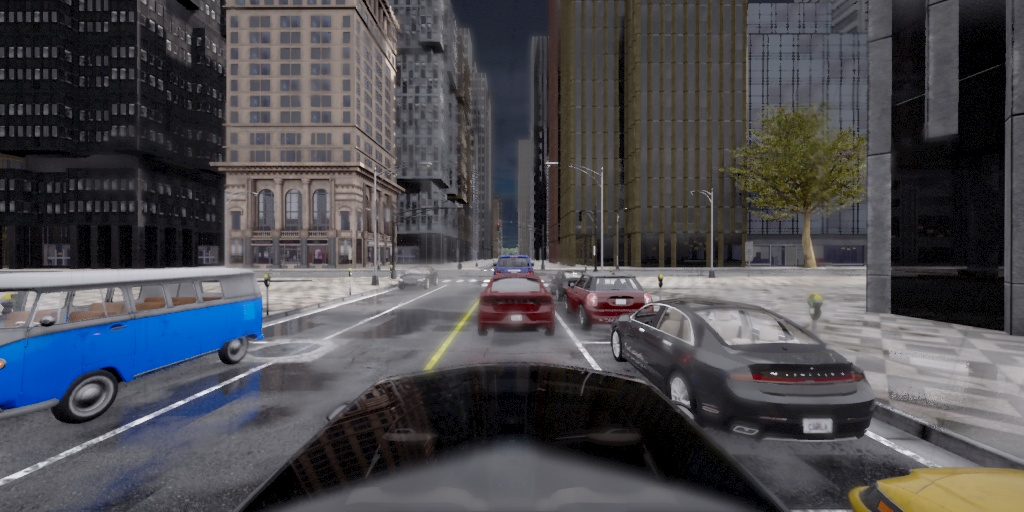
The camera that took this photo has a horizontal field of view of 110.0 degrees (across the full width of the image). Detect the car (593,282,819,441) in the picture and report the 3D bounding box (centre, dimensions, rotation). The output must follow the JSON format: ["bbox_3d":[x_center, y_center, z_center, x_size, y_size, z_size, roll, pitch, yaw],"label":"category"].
[{"bbox_3d":[2.769,1.300,5.421,2.007,1.370,4.403,0,0,0],"label":"car"}]

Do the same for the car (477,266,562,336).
[{"bbox_3d":[0.105,1.226,10.447,1.882,1.535,5.008,0,0,0],"label":"car"}]

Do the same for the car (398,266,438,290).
[{"bbox_3d":[-5.734,1.296,22.354,2.007,1.370,4.403,0,0,0],"label":"car"}]

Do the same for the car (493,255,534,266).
[{"bbox_3d":[0.102,0.967,20.331,2.150,2.045,5.566,0,0,0],"label":"car"}]

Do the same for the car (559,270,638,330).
[{"bbox_3d":[2.777,1.188,11.062,1.967,1.591,4.097,0,0,0],"label":"car"}]

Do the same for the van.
[{"bbox_3d":[-5.756,1.090,5.431,1.690,1.789,3.998,0,0,0],"label":"van"}]
